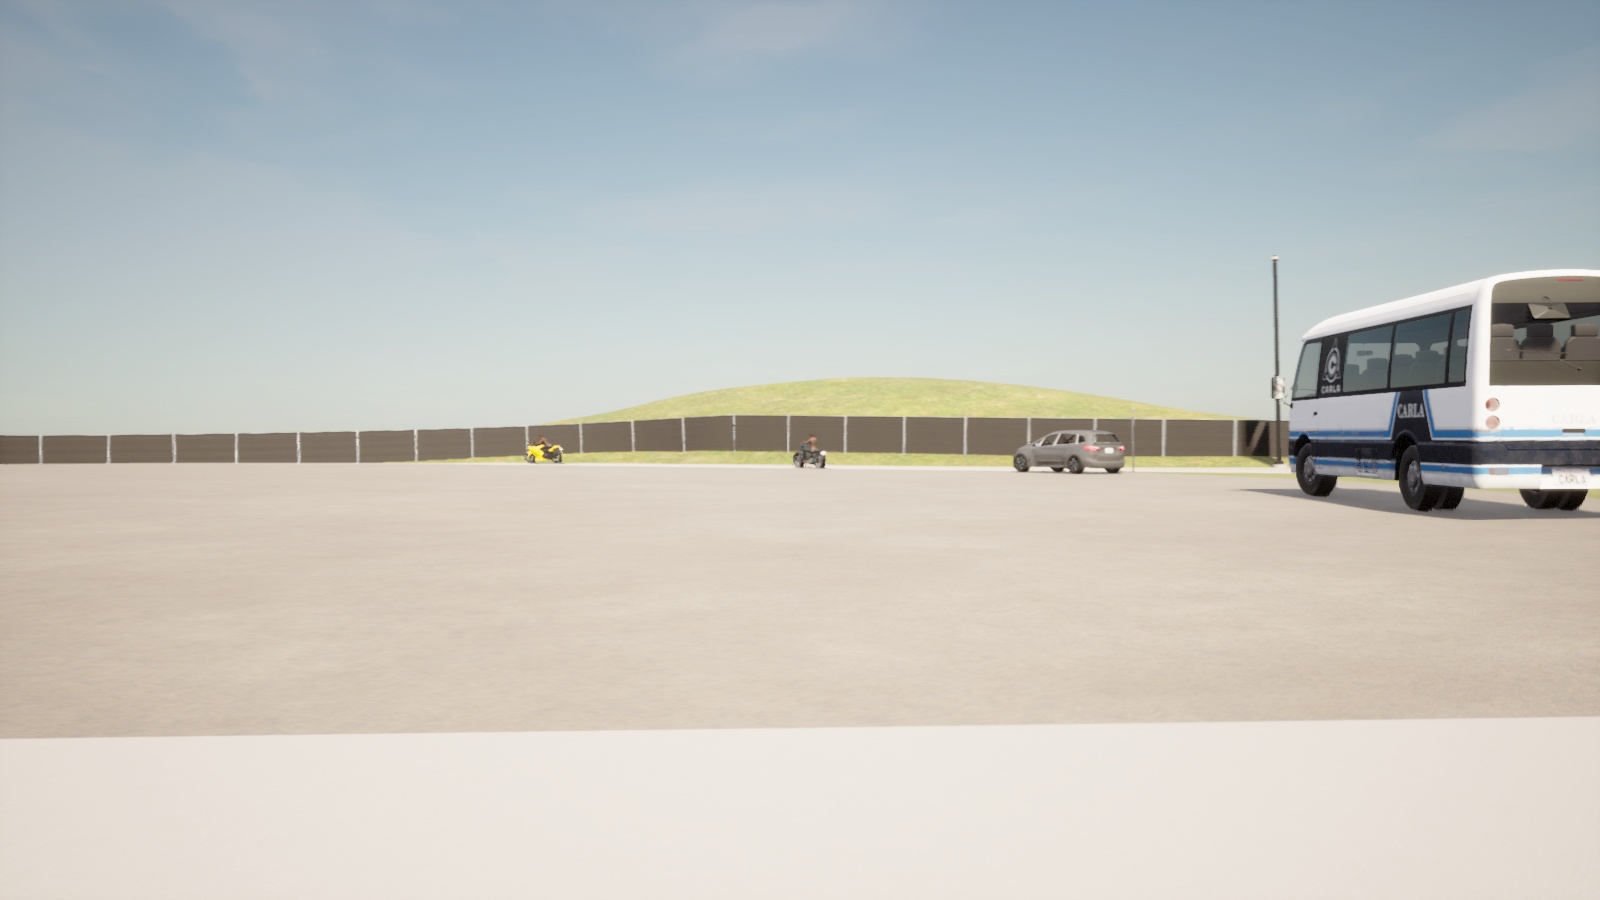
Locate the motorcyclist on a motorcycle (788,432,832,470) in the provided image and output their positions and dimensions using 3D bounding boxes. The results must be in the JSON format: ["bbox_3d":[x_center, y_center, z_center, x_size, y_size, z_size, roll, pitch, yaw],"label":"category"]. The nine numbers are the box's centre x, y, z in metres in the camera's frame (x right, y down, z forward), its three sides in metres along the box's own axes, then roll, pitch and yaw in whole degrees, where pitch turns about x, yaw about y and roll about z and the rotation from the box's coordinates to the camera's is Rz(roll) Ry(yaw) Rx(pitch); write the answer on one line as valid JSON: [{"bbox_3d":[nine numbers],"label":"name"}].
[{"bbox_3d":[0.423,0.028,56.119,0.766,1.649,2.350,-1,1,-34],"label":"motorcyclist on a motorcycle"}]

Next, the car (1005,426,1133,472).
[{"bbox_3d":[10.314,-0.052,48.410,2.242,1.667,4.611,0,1,-32],"label":"car"}]

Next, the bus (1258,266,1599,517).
[{"bbox_3d":[13.234,-1.052,26.440,3.944,4.253,10.273,0,1,3],"label":"bus"}]

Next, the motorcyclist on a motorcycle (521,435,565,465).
[{"bbox_3d":[-13.054,0.013,63.876,2.044,1.523,0.797,0,1,11],"label":"motorcyclist on a motorcycle"}]
